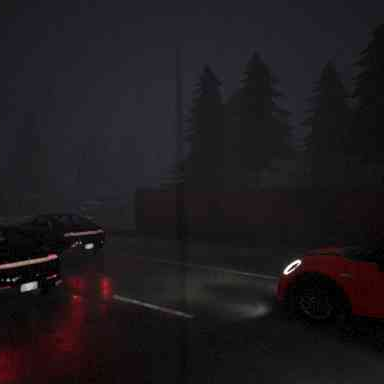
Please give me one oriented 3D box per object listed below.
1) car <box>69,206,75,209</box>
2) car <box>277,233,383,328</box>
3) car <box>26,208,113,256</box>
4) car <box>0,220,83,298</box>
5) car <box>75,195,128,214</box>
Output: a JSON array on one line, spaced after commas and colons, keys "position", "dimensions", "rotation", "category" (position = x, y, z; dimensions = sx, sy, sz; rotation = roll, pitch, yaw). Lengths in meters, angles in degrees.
[{"position": [-11.742, 1.773, 38.266], "dimensions": [1.895, 1.301, 4.718], "rotation": [0, 0, 35], "category": "car"}, {"position": [3.801, 1.352, 5.580], "dimensions": [4.553, 1.767, 2.097], "rotation": [0, 0, 36], "category": "car"}, {"position": [-5.209, 1.552, 12.282], "dimensions": [4.902, 1.511, 2.128], "rotation": [0, 0, 39], "category": "car"}, {"position": [-4.952, 1.536, 7.518], "dimensions": [4.902, 1.511, 2.128], "rotation": [0, 0, 36], "category": "car"}, {"position": [-9.323, 1.375, 35.714], "dimensions": [2.150, 2.045, 5.566], "rotation": [0, 0, 32], "category": "car"}]
